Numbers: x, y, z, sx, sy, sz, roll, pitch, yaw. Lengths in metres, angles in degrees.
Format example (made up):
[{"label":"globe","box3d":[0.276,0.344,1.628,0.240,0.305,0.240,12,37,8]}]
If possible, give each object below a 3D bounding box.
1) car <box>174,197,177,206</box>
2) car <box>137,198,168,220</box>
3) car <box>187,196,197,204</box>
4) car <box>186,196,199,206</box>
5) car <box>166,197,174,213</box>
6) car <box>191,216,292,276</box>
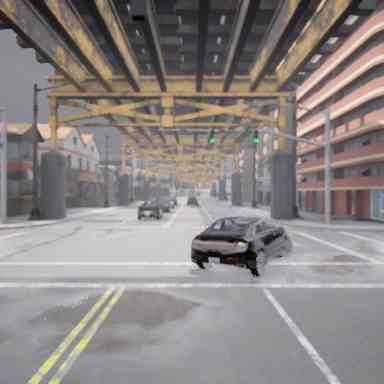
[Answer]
[{"label":"car","box3d":[-3.581,1.664,48.233,1.812,1.442,4.674,0,0,0]},{"label":"car","box3d":[-3.595,1.582,29.185,2.128,1.511,4.902,0,0,0]},{"label":"car","box3d":[0.004,1.563,69.670,1.837,1.490,4.892,0,0,0]},{"label":"car","box3d":[0.103,1.653,57.369,1.812,1.442,4.674,0,0,0]},{"label":"car","box3d":[-3.592,1.469,38.348,2.097,1.767,4.553,0,0,0]},{"label":"car","box3d":[1.739,1.526,10.595,2.128,1.511,4.902,-1,0,29]}]
